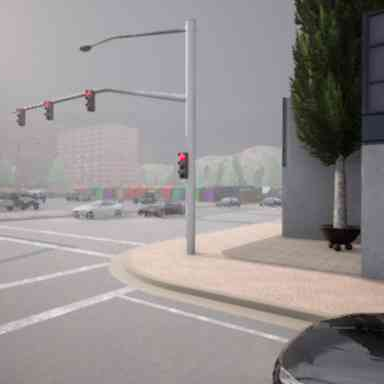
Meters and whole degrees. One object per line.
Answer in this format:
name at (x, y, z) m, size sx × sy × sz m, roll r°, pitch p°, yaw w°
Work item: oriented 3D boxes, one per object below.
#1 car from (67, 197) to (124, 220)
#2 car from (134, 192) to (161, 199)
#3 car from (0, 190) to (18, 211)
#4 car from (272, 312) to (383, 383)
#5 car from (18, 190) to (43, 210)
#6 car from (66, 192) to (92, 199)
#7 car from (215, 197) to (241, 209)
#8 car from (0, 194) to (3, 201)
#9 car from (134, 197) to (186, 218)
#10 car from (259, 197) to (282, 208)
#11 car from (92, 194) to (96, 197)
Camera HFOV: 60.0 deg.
car at (-7.731, 1.427, 27.646) m, size 1.812 × 1.442 × 4.674 m, roll 0°, pitch 0°, yaw 36°
car at (-7.410, 0.994, 52.845) m, size 3.866 × 1.878 × 1.905 m, roll 0°, pitch 0°, yaw 35°
car at (-20.400, 0.992, 34.451) m, size 4.605 × 1.855 × 1.932 m, roll 0°, pitch 0°, yaw 35°
car at (2.896, 1.498, 1.900) m, size 4.902 × 1.511 × 2.128 m, roll 0°, pitch 0°, yaw 36°
car at (-18.688, 0.995, 36.785) m, size 3.866 × 1.878 × 1.905 m, roll 0°, pitch 0°, yaw 35°
car at (-21.741, 0.914, 62.924) m, size 4.605 × 1.855 × 1.932 m, roll 0°, pitch 0°, yaw 35°
car at (4.978, 1.429, 44.788) m, size 1.812 × 1.442 × 4.674 m, roll 0°, pitch 0°, yaw 37°
car at (-38.755, 1.058, 64.844) m, size 3.905 × 1.438 × 1.784 m, roll 0°, pitch 0°, yaw 35°
car at (-2.343, 1.464, 29.113) m, size 2.033 × 1.411 × 5.357 m, roll 0°, pitch 0°, yaw 37°
car at (11.181, 1.444, 47.219) m, size 1.812 × 1.442 × 4.674 m, roll 0°, pitch 0°, yaw 37°
car at (-20.020, 1.125, 65.255) m, size 3.905 × 1.438 × 1.784 m, roll 0°, pitch 0°, yaw 35°
